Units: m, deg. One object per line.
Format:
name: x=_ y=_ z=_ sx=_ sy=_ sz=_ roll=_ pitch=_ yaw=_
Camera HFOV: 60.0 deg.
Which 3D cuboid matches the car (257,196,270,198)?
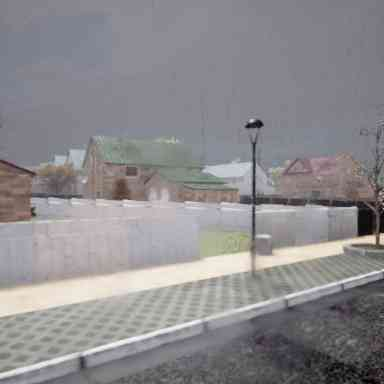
car: x=9.689 y=1.323 z=44.425 sx=2.128 sy=1.511 sz=4.902 roll=0 pitch=1 yaw=-34
